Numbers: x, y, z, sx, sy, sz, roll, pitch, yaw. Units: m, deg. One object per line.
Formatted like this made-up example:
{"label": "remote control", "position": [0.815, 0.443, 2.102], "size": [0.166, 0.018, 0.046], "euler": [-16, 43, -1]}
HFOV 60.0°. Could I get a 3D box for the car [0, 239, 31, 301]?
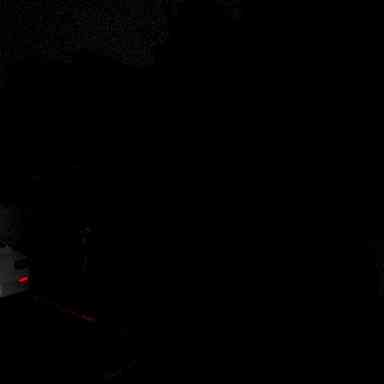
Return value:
{"label": "car", "position": [-4.986, 1.333, 6.555], "size": [4.674, 1.442, 1.812], "euler": [2, 1, 36]}
